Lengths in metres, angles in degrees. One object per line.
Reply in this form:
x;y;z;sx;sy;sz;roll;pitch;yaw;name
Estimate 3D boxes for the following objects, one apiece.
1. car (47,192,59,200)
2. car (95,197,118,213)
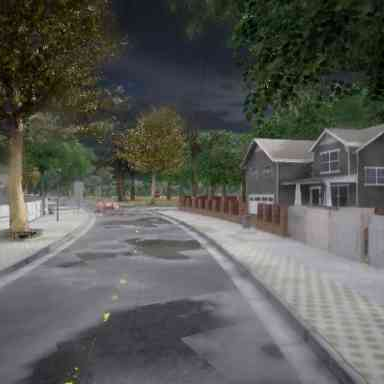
-35.058;1.036;83.892;2.150;2.045;5.566;0;0;-30;car
-9.362;1.361;36.431;2.097;1.767;4.553;0;0;-20;car
